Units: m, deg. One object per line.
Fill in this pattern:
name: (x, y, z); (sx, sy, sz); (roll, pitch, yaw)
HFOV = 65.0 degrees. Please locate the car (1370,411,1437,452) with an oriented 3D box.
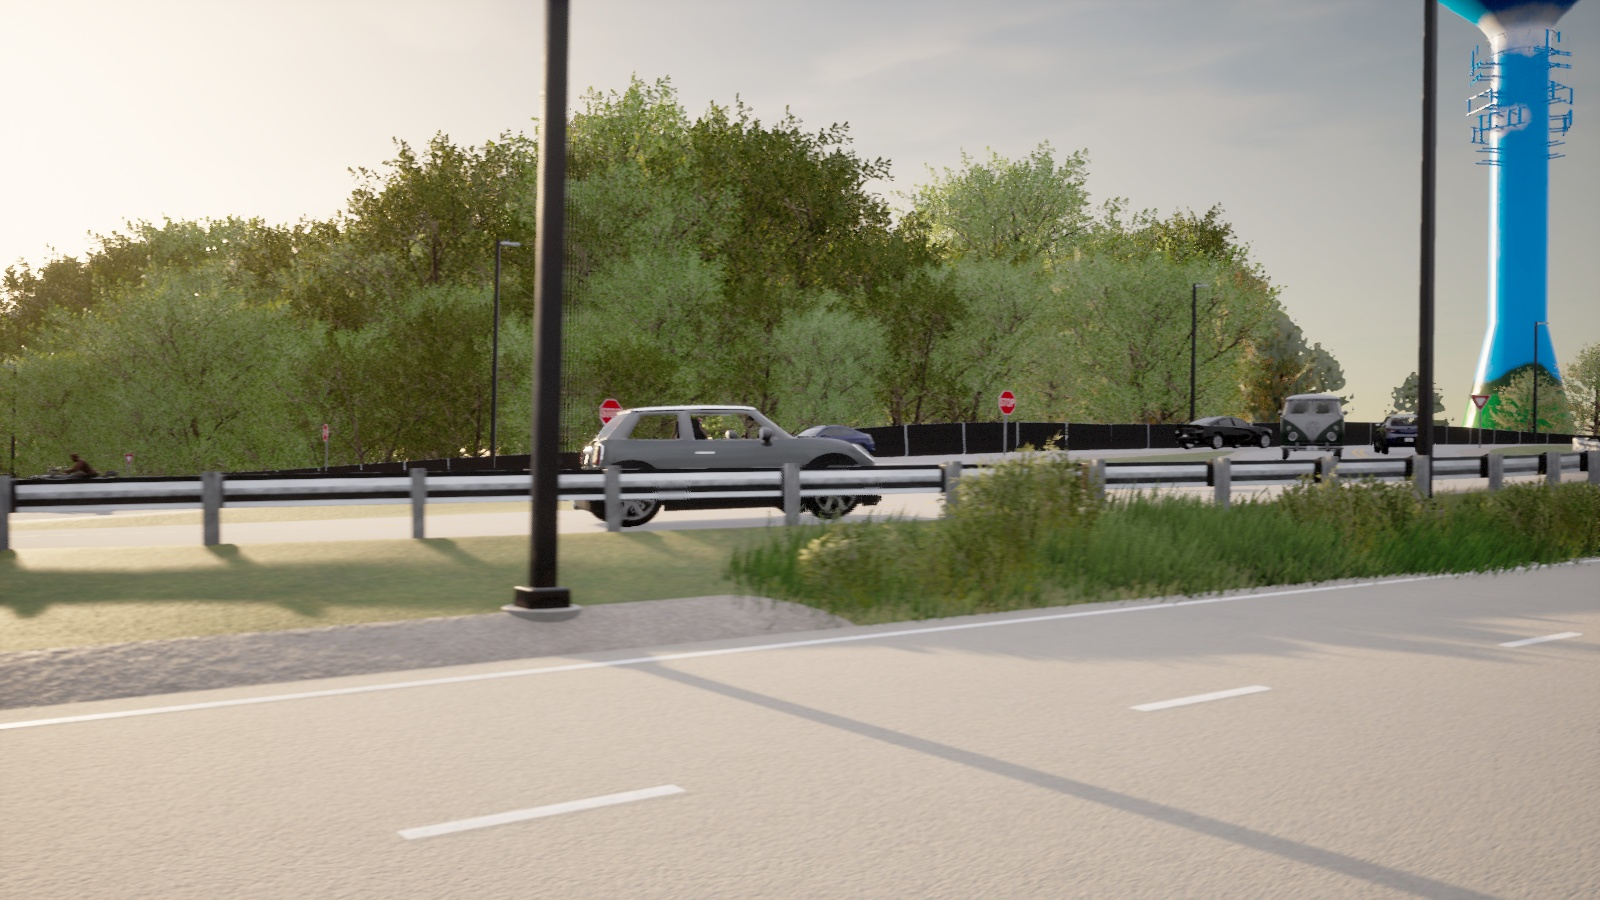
car: (22.800, -0.700, 47.566); (1.816, 1.474, 4.193); (0, 1, 19)

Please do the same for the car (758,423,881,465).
car: (0.804, -0.251, 49.606); (4.674, 1.442, 1.812); (-3, 1, -35)

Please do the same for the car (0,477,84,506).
car: (-43.405, 2.344, 71.799); (3.806, 1.475, 1.970); (-3, -1, 8)

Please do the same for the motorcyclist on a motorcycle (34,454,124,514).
motorcyclist on a motorcycle: (-19.884, 0.909, 34.657); (2.044, 1.523, 0.797); (-3, 1, -34)

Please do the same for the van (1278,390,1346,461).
van: (15.468, -0.739, 37.980); (1.775, 1.987, 4.442); (0, 1, 22)

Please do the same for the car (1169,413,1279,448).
car: (19.441, -0.894, 57.510); (5.008, 1.535, 1.882); (-1, 0, -28)

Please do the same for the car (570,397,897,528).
car: (-0.906, 0.130, 16.142); (3.806, 1.475, 1.970); (-2, 0, -17)
